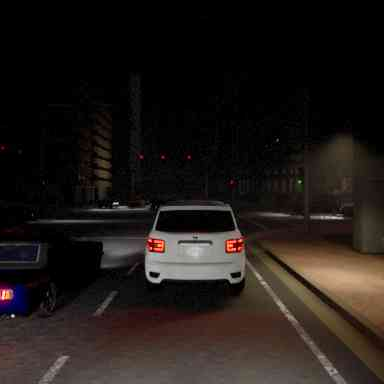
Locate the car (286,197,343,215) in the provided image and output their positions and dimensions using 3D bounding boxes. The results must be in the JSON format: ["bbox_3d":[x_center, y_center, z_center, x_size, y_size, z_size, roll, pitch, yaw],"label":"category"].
[{"bbox_3d":[12.294,1.505,32.896,4.892,1.490,1.837,0,0,0],"label":"car"}]

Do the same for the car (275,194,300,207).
[{"bbox_3d":[13.236,1.153,47.125,1.932,1.855,4.605,0,0,0],"label":"car"}]

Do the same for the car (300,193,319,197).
[{"bbox_3d":[16.130,1.156,47.073,1.905,1.878,3.866,0,0,0],"label":"car"}]

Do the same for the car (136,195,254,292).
[{"bbox_3d":[0.093,1.221,9.100,2.150,2.045,5.566,0,0,1],"label":"car"}]

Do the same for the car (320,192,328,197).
[{"bbox_3d":[30.148,1.153,79.707,1.932,1.855,4.605,0,0,0],"label":"car"}]

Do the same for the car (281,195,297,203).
[{"bbox_3d":[18.817,1.395,64.543,1.970,1.475,3.806,0,0,0],"label":"car"}]

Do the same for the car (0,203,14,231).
[{"bbox_3d":[-10.399,1.478,15.581,1.882,1.535,5.008,2,0,-10],"label":"car"}]

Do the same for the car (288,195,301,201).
[{"bbox_3d":[24.570,1.395,79.651,1.970,1.475,3.806,0,0,0],"label":"car"}]

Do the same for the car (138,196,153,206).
[{"bbox_3d":[-7.942,1.504,57.076,1.837,1.490,4.892,0,0,0],"label":"car"}]

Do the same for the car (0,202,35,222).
[{"bbox_3d":[-14.730,1.492,25.572,4.902,1.511,2.128,0,0,-1],"label":"car"}]

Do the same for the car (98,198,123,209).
[{"bbox_3d":[-11.407,1.547,45.705,2.033,1.411,5.357,0,0,0],"label":"car"}]

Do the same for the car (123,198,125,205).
[{"bbox_3d":[-11.439,1.601,55.297,1.895,1.301,4.718,0,0,0],"label":"car"}]

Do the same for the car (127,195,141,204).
[{"bbox_3d":[-11.428,1.477,65.783,1.882,1.535,5.008,0,0,0],"label":"car"}]

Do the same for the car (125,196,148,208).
[{"bbox_3d":[-7.912,1.477,47.804,1.882,1.535,5.008,0,0,0],"label":"car"}]

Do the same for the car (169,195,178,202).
[{"bbox_3d":[-4.463,1.552,79.900,1.994,1.385,4.181,0,0,0],"label":"car"}]

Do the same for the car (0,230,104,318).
[{"bbox_3d":[-3.420,1.601,7.348,1.895,1.301,4.718,0,0,1],"label":"car"}]

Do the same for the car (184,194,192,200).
[{"bbox_3d":[-0.990,1.303,85.825,1.882,1.535,5.008,0,0,0],"label":"car"}]

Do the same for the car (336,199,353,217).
[{"bbox_3d":[15.449,1.564,29.361,4.181,1.385,1.994,0,0,1],"label":"car"}]

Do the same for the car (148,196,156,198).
[{"bbox_3d":[-4.258,1.504,43.328,1.837,1.490,4.892,0,0,1],"label":"car"}]

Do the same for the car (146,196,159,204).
[{"bbox_3d":[-7.920,1.547,67.686,2.033,1.411,5.357,0,0,0],"label":"car"}]
